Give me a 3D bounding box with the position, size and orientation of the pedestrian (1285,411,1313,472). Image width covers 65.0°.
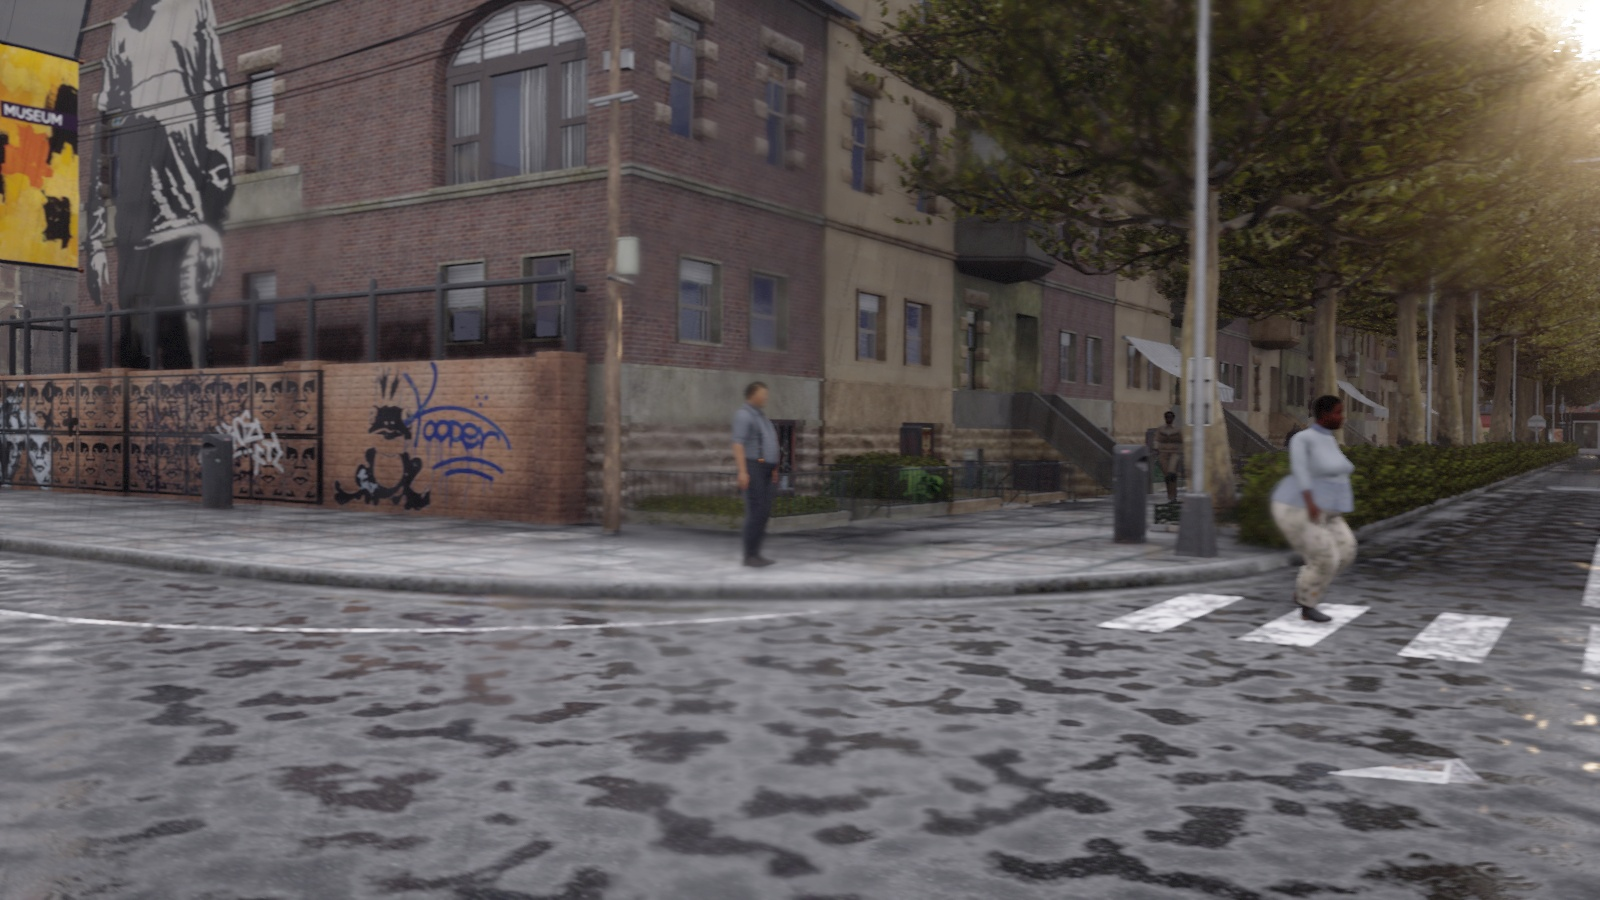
[{"bbox_3d":[15.291,-0.276,38.483,0.634,1.844,0.899,0,1,34],"label":"pedestrian"}]

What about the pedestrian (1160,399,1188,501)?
[{"bbox_3d":[7.212,-0.007,24.189,0.396,1.930,0.692,0,1,26],"label":"pedestrian"}]

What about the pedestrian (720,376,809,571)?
[{"bbox_3d":[-0.344,0.223,12.305,0.694,1.848,0.540,0,1,25],"label":"pedestrian"}]

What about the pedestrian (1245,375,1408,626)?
[{"bbox_3d":[4.141,0.366,9.878,0.874,1.855,0.900,-1,1,-44],"label":"pedestrian"}]

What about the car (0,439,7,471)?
[{"bbox_3d":[-39.319,0.269,58.451,1.789,1.549,3.705,0,1,20],"label":"car"}]
